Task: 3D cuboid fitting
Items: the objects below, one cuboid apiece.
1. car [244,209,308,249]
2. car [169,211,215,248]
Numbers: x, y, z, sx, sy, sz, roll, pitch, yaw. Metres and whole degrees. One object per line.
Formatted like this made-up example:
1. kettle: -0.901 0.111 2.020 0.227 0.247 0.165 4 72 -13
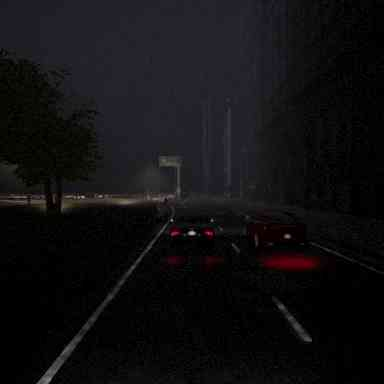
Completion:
1. car: 3.500 1.481 14.650 1.882 1.535 5.008 0 0 0
2. car: 0.001 1.560 14.651 2.033 1.411 5.357 0 0 0
